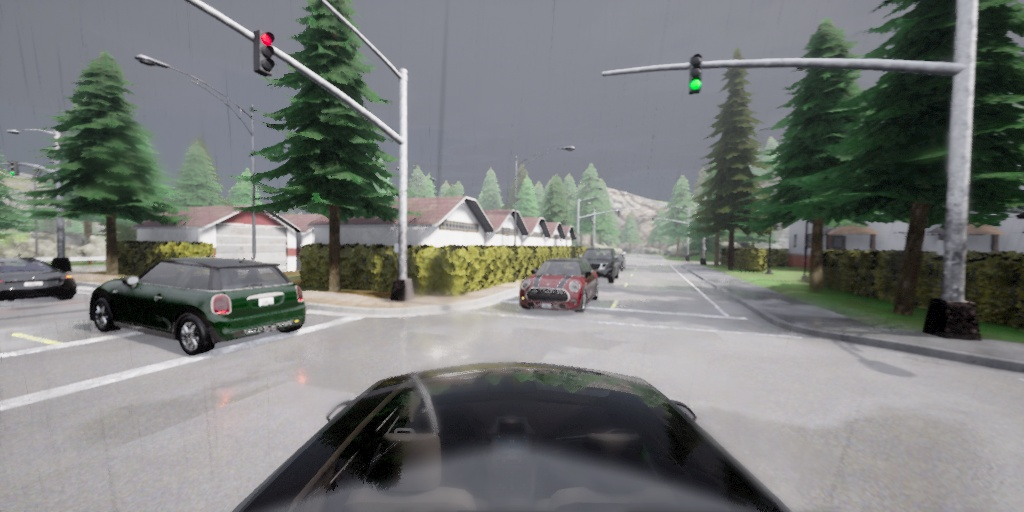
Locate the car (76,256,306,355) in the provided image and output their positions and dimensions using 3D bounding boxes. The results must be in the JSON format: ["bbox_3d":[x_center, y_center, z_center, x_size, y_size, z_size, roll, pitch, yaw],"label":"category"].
[{"bbox_3d":[-6.944,0.795,7.993,4.553,1.767,2.097,4,3,21],"label":"car"}]

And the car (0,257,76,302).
[{"bbox_3d":[-16.307,0.736,11.528,4.181,1.385,1.994,2,2,21],"label":"car"}]

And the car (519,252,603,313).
[{"bbox_3d":[1.854,0.875,13.049,2.097,1.767,4.553,1,2,21],"label":"car"}]

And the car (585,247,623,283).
[{"bbox_3d":[5.506,0.491,22.608,2.150,2.045,5.566,1,2,21],"label":"car"}]

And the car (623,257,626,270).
[{"bbox_3d":[9.149,0.521,32.171,1.837,1.490,4.892,1,2,21],"label":"car"}]
